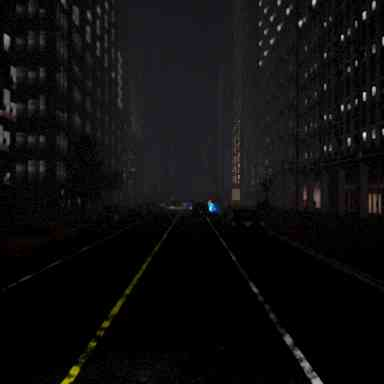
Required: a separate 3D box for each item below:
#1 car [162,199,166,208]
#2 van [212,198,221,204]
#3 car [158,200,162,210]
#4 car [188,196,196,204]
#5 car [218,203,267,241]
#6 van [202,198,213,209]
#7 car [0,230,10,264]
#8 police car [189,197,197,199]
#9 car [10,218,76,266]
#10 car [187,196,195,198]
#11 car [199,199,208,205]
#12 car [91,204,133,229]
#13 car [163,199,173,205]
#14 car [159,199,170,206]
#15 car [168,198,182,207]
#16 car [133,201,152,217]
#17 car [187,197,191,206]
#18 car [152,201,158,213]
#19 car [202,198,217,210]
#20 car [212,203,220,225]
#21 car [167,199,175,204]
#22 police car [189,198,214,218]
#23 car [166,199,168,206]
[{"bbox_3d":[-5.704,2.062,51.925,2.008,1.369,4.403,-1,-1,0],"label":"car"},{"bbox_3d":[2.676,1.741,40.562,1.690,1.788,3.998,-1,-1,0],"label":"van"},{"bbox_3d":[-5.703,2.000,46.242,1.887,1.381,4.507,-1,-1,0],"label":"car"},{"bbox_3d":[-0.010,1.937,85.950,2.150,2.045,5.566,0,-1,0],"label":"car"},{"bbox_3d":[2.680,1.616,17.828,1.967,1.590,4.097,-1,-1,0],"label":"car"},{"bbox_3d":[2.674,1.908,57.612,1.690,1.788,3.998,-1,-1,0],"label":"van"},{"bbox_3d":[-5.699,1.505,6.460,1.967,1.590,4.097,-1,-1,0],"label":"car"},{"bbox_3d":[0.895,1.868,45.017,1.930,1.638,5.238,0,-1,0],"label":"police car"},{"bbox_3d":[-5.699,1.644,11.972,1.752,1.417,4.829,-1,-1,0],"label":"car"},{"bbox_3d":[-0.008,2.043,70.918,1.882,1.535,5.008,0,-1,0],"label":"car"},{"bbox_3d":[2.674,2.340,80.343,2.008,1.369,4.403,-1,-1,0],"label":"car"},{"bbox_3d":[-5.701,1.672,23.510,1.967,1.590,4.097,-1,-1,0],"label":"car"},{"bbox_3d":[-5.707,2.340,80.342,2.008,1.369,4.403,-1,-1,0],"label":"car"},{"bbox_3d":[-5.706,2.229,68.976,2.008,1.369,4.403,-1,-1,0],"label":"car"},{"bbox_3d":[-3.023,2.120,65.308,1.882,1.535,5.008,0,-1,0],"label":"car"},{"bbox_3d":[-5.702,1.894,34.875,2.008,1.369,4.403,-1,-1,0],"label":"car"},{"bbox_3d":[0.637,1.980,51.005,1.882,1.535,5.008,0,-1,6],"label":"car"},{"bbox_3d":[-5.702,1.965,40.558,1.947,1.339,4.313,-1,-1,0],"label":"car"},{"bbox_3d":[2.674,1.826,51.929,2.192,1.841,5.009,-1,-1,0],"label":"car"},{"bbox_3d":[2.680,1.759,23.680,1.752,1.417,4.829,-1,-1,0],"label":"car"},{"bbox_3d":[-5.708,2.482,91.708,1.802,1.307,4.206,-1,-1,0],"label":"car"},{"bbox_3d":[0.896,1.770,35.017,1.930,1.638,5.238,0,-1,0],"label":"police car"},{"bbox_3d":[-5.704,2.149,57.609,1.802,1.307,4.206,-1,-1,0],"label":"car"}]
